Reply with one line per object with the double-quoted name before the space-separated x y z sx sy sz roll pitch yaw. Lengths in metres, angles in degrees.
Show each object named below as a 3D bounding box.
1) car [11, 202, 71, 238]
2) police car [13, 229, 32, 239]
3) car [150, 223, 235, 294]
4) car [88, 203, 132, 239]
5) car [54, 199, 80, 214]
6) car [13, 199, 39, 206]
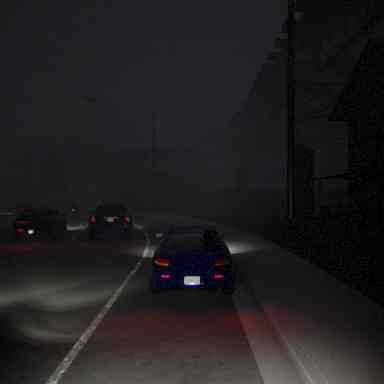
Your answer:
"car" -7.772 1.507 17.296 1.837 1.490 4.892 0 1 -12
"police car" -3.398 1.425 2.360 1.930 1.638 5.238 0 0 0
"car" 0.003 1.525 8.650 1.812 1.442 4.674 0 0 0
"car" -4.307 1.351 17.777 2.097 1.767 4.553 0 0 -12
"car" -13.576 1.507 35.056 1.837 1.490 4.892 0 0 -44
"car" -16.217 1.507 32.758 1.837 1.490 4.892 0 0 -44
